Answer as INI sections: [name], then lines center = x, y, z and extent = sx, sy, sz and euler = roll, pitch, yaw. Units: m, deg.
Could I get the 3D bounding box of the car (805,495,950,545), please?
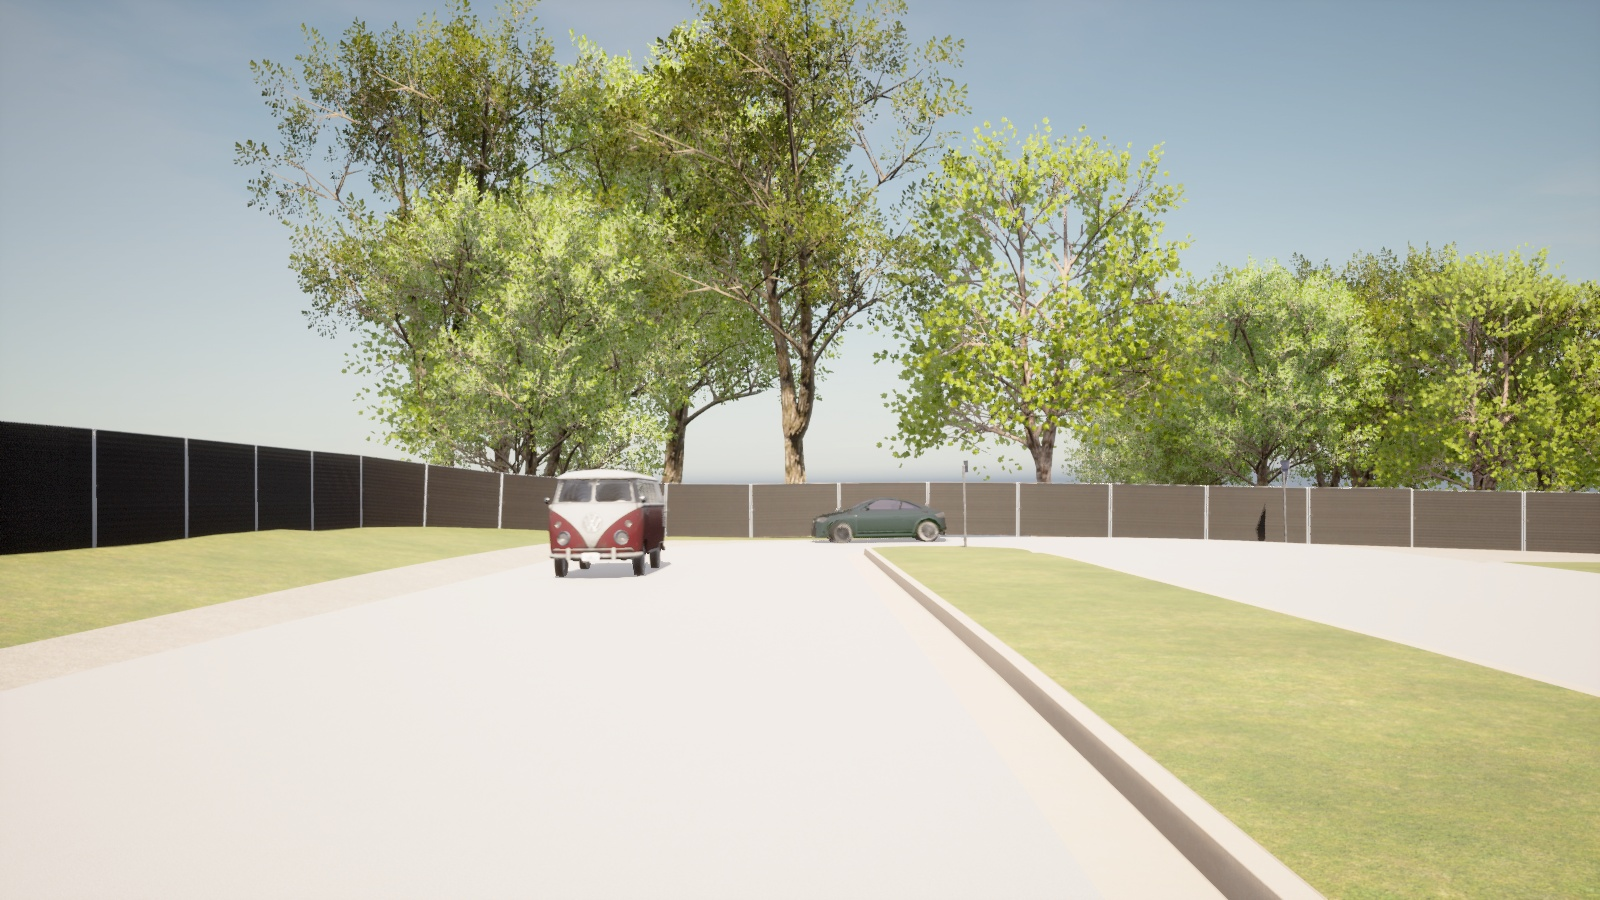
[car]
center = 2.335, 2.119, 38.517
extent = 4.181, 1.385, 1.994
euler = -1, -2, -4

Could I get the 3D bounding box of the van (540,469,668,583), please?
[van]
center = -3.714, 1.439, 24.490
extent = 1.775, 1.987, 4.442
euler = -1, -2, 0
